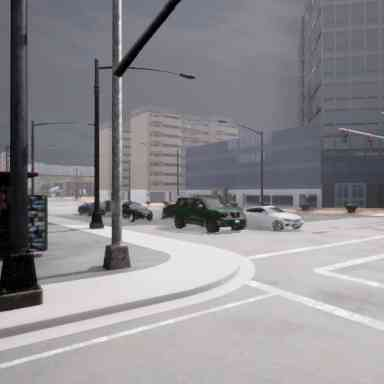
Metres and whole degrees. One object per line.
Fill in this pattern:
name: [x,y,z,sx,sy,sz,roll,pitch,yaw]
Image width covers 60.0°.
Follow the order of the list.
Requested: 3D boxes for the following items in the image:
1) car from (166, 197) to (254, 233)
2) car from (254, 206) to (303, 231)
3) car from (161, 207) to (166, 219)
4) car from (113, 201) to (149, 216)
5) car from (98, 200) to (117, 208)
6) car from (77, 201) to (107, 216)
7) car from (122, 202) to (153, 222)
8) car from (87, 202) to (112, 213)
car: [0.901,1.332,20.835,2.150,2.045,5.566,0,-1,-36]
car: [4.847,1.617,21.331,1.812,1.442,4.674,0,-1,-36]
car: [-1.011,1.730,29.486,1.812,1.442,4.674,0,-1,-36]
car: [-6.937,1.840,37.602,2.128,1.511,4.902,0,-1,-36]
car: [-15.863,2.281,62.138,1.994,1.385,4.181,0,-1,-36]
car: [-11.445,1.938,37.856,2.033,1.411,5.357,0,-1,-36]
car: [-5.174,1.740,29.205,1.837,1.490,4.892,0,-1,-36]
car: [-12.768,2.059,45.695,1.994,1.385,4.181,0,-1,-35]
